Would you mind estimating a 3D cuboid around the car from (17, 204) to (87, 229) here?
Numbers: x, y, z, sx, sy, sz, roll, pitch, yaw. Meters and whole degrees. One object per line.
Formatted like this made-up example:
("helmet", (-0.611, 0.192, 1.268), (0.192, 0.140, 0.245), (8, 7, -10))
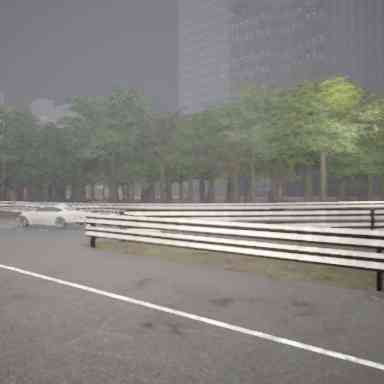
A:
("car", (-8.997, 1.532, 21.564), (4.674, 1.442, 1.812), (0, 0, 17))
